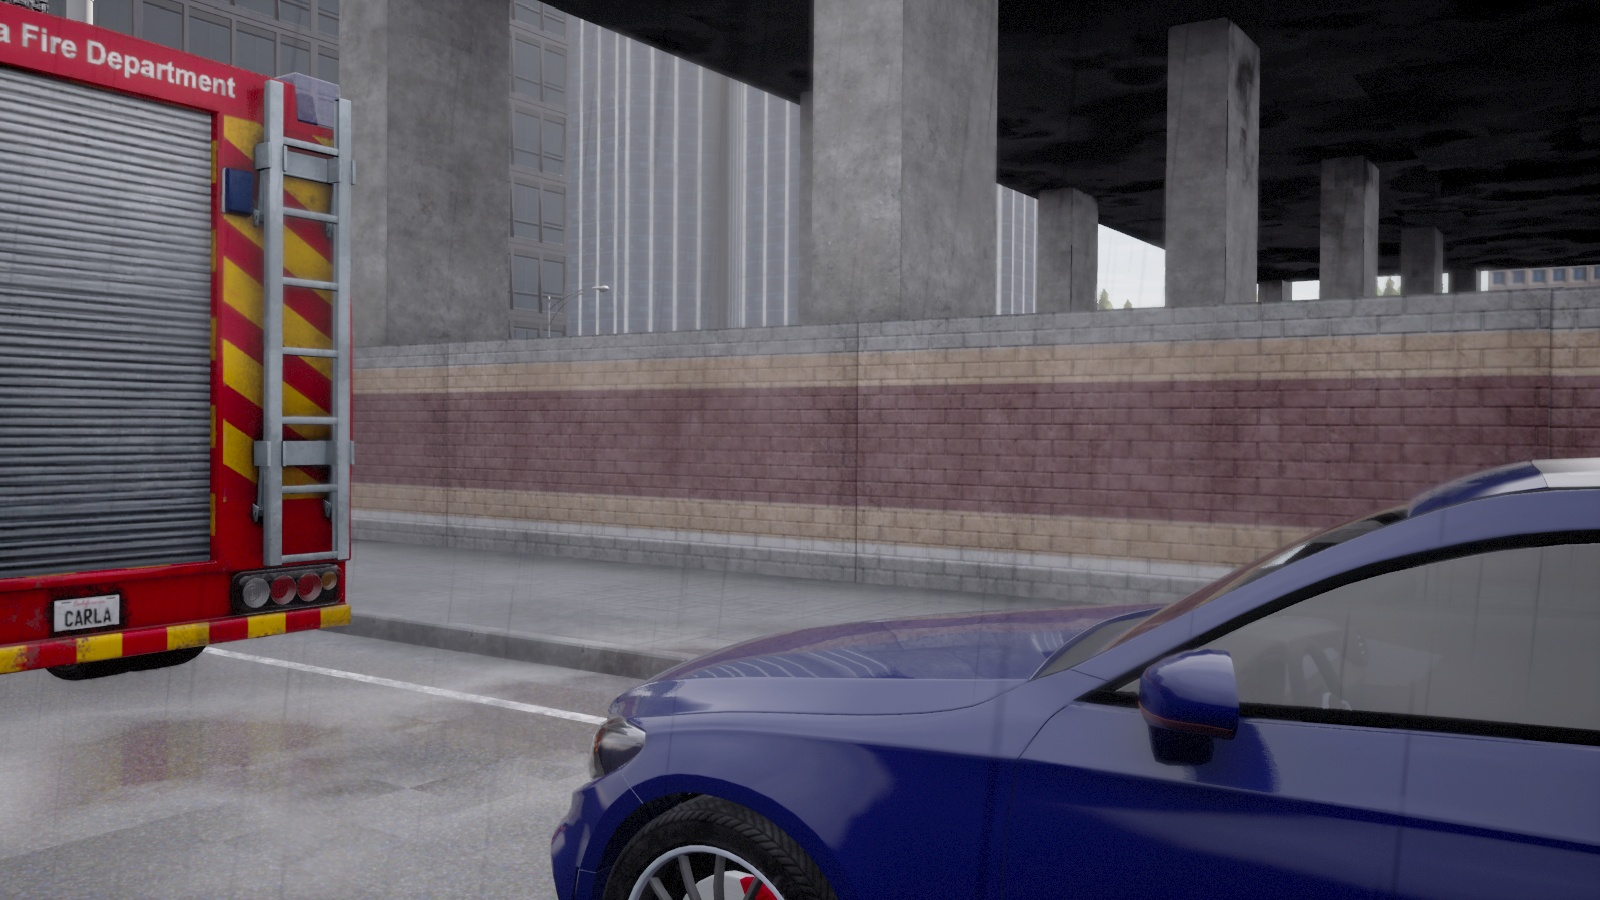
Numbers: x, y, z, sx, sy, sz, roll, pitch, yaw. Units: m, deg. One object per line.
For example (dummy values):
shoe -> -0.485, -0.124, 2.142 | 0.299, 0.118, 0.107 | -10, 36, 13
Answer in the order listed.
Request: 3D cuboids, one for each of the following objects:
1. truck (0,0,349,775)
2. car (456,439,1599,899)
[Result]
truck -> -6.880, -0.483, 8.172 | 8.468, 3.827, 2.891 | 0, 1, 34
car -> 1.618, 0.708, 2.546 | 4.674, 1.442, 1.812 | 0, 1, 33
